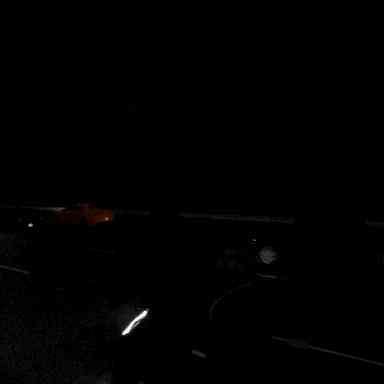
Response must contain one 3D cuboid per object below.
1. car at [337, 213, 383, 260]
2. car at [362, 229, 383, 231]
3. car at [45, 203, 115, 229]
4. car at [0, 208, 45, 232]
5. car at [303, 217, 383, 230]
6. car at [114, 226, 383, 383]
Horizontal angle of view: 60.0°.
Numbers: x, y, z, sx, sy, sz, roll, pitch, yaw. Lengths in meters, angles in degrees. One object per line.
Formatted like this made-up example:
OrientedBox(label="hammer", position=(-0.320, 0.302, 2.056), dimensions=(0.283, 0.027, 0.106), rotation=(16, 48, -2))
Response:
OrientedBox(label="car", position=(7.498, 1.565, 11.541), dimensions=(4.181, 1.385, 1.994), rotation=(0, 0, 35))
OrientedBox(label="car", position=(5.030, 1.546, 4.704), dimensions=(5.357, 1.411, 2.033), rotation=(0, 0, 35))
OrientedBox(label="car", position=(-7.320, 1.499, 22.109), dimensions=(5.008, 1.535, 1.882), rotation=(0, 0, 35))
OrientedBox(label="car", position=(-11.143, 1.624, 20.535), dimensions=(4.718, 1.301, 1.895), rotation=(0, 0, 35))
OrientedBox(label="car", position=(4.111, 1.480, 9.658), dimensions=(5.008, 1.535, 1.882), rotation=(0, 0, 35))
OrientedBox(label="car", position=(1.402, 1.352, 2.993), dimensions=(4.553, 1.767, 2.097), rotation=(0, 0, 35))
